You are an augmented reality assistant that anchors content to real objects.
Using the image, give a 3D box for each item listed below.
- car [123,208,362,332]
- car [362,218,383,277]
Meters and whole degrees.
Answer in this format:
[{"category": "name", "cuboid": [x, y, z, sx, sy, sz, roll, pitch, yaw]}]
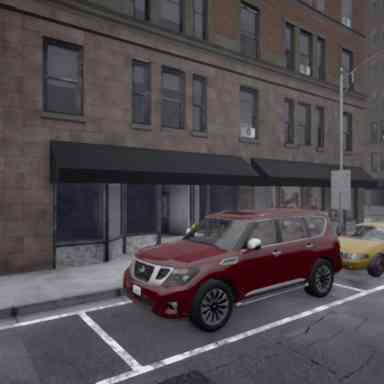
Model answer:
[{"category": "car", "cuboid": [1.127, 1.313, 7.003, 5.009, 1.841, 2.192, 0, 0, -35]}, {"category": "car", "cuboid": [5.612, 1.520, 10.200, 4.829, 1.417, 1.752, 0, 0, -35]}]
